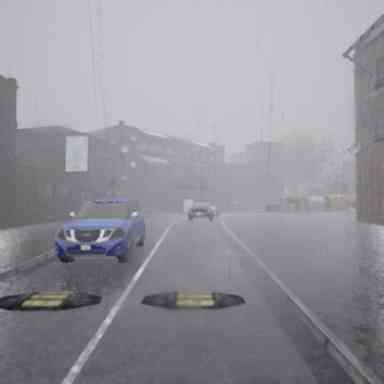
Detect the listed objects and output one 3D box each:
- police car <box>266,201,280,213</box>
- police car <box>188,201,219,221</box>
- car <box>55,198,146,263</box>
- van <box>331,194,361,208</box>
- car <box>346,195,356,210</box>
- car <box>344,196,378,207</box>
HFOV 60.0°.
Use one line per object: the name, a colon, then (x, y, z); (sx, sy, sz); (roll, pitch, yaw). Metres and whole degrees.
police car: (11.457, 1.751, 40.613); (5.238, 1.638, 1.930); (0, -2, -27)
police car: (1.031, 1.519, 27.887); (2.038, 1.542, 4.974); (-1, -1, 11)
car: (-3.080, 1.256, 12.425); (2.150, 2.045, 5.566); (0, 0, 0)
van: (23.829, 1.428, 51.771); (1.878, 1.987, 4.442); (-3, -1, -12)
car: (21.100, 1.192, 38.753); (2.435, 2.045, 5.566); (-2, -2, -12)
car: (26.547, 1.508, 52.461); (2.231, 1.521, 4.892); (-3, -1, -12)
